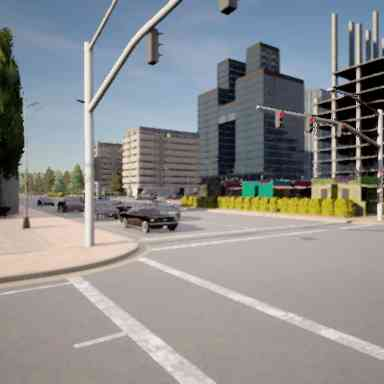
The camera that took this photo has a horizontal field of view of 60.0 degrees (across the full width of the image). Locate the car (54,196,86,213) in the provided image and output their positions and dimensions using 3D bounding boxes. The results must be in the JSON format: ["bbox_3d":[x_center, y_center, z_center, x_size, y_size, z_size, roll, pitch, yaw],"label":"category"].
[{"bbox_3d":[-13.099,1.307,35.990,2.097,1.767,4.553,0,0,-32],"label":"car"}]

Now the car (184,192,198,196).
[{"bbox_3d":[1.170,0.995,60.873,3.866,1.878,1.905,0,0,-34],"label":"car"}]

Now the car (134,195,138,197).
[{"bbox_3d":[-11.419,0.990,79.543,4.605,1.855,1.932,0,0,-34],"label":"car"}]

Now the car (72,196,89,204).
[{"bbox_3d":[-20.341,1.423,60.691,1.837,1.490,4.892,0,0,-33],"label":"car"}]

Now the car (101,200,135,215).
[{"bbox_3d":[-7.613,1.542,33.895,1.895,1.301,4.718,0,0,-32],"label":"car"}]

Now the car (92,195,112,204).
[{"bbox_3d":[-16.730,1.394,61.539,2.128,1.511,4.902,0,0,-33],"label":"car"}]

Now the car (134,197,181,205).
[{"bbox_3d":[-2.628,1.434,26.084,2.128,1.511,4.902,0,0,-33],"label":"car"}]

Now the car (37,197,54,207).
[{"bbox_3d":[-22.160,1.498,50.344,2.033,1.411,5.357,0,0,-32],"label":"car"}]

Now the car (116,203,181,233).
[{"bbox_3d":[-2.600,1.560,19.544,1.895,1.301,4.718,0,0,-33],"label":"car"}]

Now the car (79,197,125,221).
[{"bbox_3d":[-7.446,1.462,27.126,1.837,1.490,4.892,0,0,-33],"label":"car"}]

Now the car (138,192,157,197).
[{"bbox_3d":[-9.844,0.993,77.114,3.866,1.878,1.905,0,0,-34],"label":"car"}]
